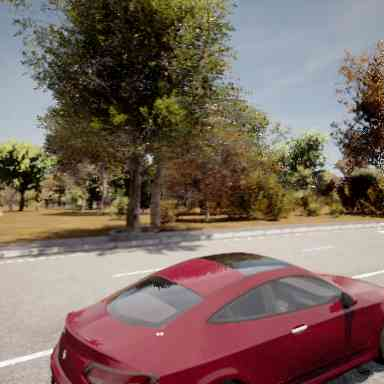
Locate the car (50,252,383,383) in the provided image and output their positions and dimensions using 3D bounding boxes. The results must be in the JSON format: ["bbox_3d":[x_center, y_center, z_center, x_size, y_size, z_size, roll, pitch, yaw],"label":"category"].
[{"bbox_3d":[0.788,1.507,4.104,4.674,1.442,1.812,0,0,-34],"label":"car"}]
